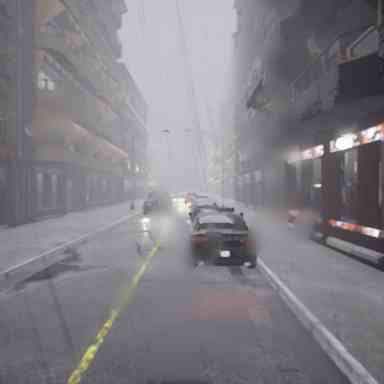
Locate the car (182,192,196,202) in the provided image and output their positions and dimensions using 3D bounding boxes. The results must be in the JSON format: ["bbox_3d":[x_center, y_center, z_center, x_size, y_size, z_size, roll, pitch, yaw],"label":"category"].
[{"bbox_3d":[0.015,0.807,48.476,2.097,1.767,4.553,0,1,0],"label":"car"}]

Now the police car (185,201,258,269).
[{"bbox_3d":[0.823,1.297,10.849,1.930,1.638,5.238,0,1,0],"label":"police car"}]

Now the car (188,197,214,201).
[{"bbox_3d":[0.821,1.264,20.739,1.837,1.490,4.892,0,1,0],"label":"car"}]

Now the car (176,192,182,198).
[{"bbox_3d":[-2.762,0.736,71.137,2.128,1.511,4.902,0,1,0],"label":"car"}]

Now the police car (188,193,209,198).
[{"bbox_3d":[0.820,1.116,26.848,1.930,1.638,5.238,0,1,0],"label":"police car"}]

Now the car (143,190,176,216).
[{"bbox_3d":[-2.852,0.891,28.658,2.150,2.045,5.566,0,1,0],"label":"car"}]
